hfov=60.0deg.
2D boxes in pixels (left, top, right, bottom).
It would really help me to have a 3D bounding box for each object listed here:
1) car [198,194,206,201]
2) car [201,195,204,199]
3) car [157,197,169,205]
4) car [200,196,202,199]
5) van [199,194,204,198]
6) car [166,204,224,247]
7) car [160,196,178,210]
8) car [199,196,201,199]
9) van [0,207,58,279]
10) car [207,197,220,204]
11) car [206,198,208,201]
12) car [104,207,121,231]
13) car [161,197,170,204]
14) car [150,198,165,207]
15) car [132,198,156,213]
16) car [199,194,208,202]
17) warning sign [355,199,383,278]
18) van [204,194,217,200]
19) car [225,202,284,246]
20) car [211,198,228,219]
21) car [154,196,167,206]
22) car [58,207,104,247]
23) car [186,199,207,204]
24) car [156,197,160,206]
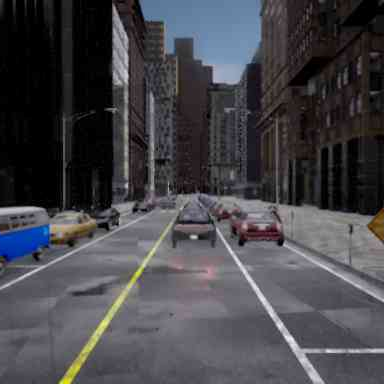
[{"bbox_3d":[2.813,1.562,94.510,2.192,1.841,5.009,0,0,0],"label":"car"},{"bbox_3d":[2.832,1.568,49.321,1.967,1.590,4.097,0,0,0],"label":"car"},{"bbox_3d":[-5.699,1.724,66.259,2.008,1.369,4.403,0,0,0],"label":"car"},{"bbox_3d":[2.830,1.687,54.969,1.887,1.381,4.507,0,0,0],"label":"car"},{"bbox_3d":[2.824,1.515,66.267,1.690,1.788,3.998,0,0,0],"label":"van"},{"bbox_3d":[0.080,1.529,15.225,2.128,1.511,4.902,0,0,0],"label":"car"},{"bbox_3d":[-3.111,1.663,44.669,2.033,1.411,5.357,0,0,0],"label":"car"},{"bbox_3d":[2.828,1.724,60.618,1.947,1.339,4.313,0,0,0],"label":"car"},{"bbox_3d":[-5.677,1.365,9.772,1.690,1.788,3.998,0,0,0],"label":"van"},{"bbox_3d":[2.839,1.522,32.375,1.967,1.590,4.097,0,0,0],"label":"car"},{"bbox_3d":[2.837,1.642,38.023,1.887,1.381,4.507,0,0,0],"label":"car"},{"bbox_3d":[-5.681,1.619,21.069,1.947,1.339,4.313,0,0,0],"label":"car"},{"bbox_3d":[-5.702,1.771,71.908,1.802,1.307,4.206,0,0,0],"label":"car"},{"bbox_3d":[-5.695,1.693,54.962,2.008,1.369,4.403,0,0,0],"label":"car"},{"bbox_3d":[-5.688,1.663,38.015,1.947,1.339,4.313,0,0,0],"label":"car"},{"bbox_3d":[2.818,1.535,83.212,2.192,1.841,5.009,0,0,0],"label":"car"},{"bbox_3d":[5.070,1.136,8.486,1.300,1.860,1.060,0,0,0],"label":"warning sign"},{"bbox_3d":[2.834,1.453,43.672,1.690,1.788,3.998,0,0,0],"label":"van"},{"bbox_3d":[2.846,1.478,15.430,1.967,1.590,4.097,0,0,0],"label":"car"},{"bbox_3d":[2.841,1.508,26.727,1.967,1.590,4.097,0,0,0],"label":"car"},{"bbox_3d":[-5.698,1.598,60.611,1.967,1.590,4.097,0,0,0],"label":"car"},{"bbox_3d":[-5.678,1.563,15.250,1.752,1.417,4.829,0,0,0],"label":"car"},{"bbox_3d":[0.075,1.643,31.038,1.994,1.385,4.181,0,0,0],"label":"car"},{"bbox_3d":[-5.690,1.657,43.664,1.887,1.381,4.507,0,0,0],"label":"car"}]
